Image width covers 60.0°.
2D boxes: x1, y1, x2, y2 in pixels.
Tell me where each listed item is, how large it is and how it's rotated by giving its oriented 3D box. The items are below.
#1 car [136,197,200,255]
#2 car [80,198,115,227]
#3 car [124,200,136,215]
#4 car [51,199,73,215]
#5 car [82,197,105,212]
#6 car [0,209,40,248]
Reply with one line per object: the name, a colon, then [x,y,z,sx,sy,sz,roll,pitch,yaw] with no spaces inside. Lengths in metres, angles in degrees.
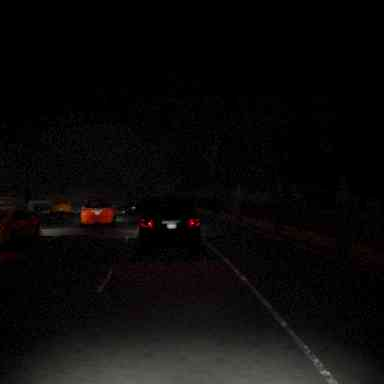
car: [-1.036,1.204,13.548,2.150,2.045,5.566,0,0,-8]
car: [-6.376,1.333,22.810,2.097,1.767,4.553,0,0,-13]
car: [-5.627,1.511,33.356,2.033,1.411,5.357,0,0,-18]
car: [-13.280,1.457,33.917,1.882,1.535,5.008,0,0,-19]
car: [-11.725,1.461,39.456,2.128,1.511,4.902,0,0,-22]
car: [-8.302,1.474,14.763,1.882,1.535,5.008,0,0,-8]
